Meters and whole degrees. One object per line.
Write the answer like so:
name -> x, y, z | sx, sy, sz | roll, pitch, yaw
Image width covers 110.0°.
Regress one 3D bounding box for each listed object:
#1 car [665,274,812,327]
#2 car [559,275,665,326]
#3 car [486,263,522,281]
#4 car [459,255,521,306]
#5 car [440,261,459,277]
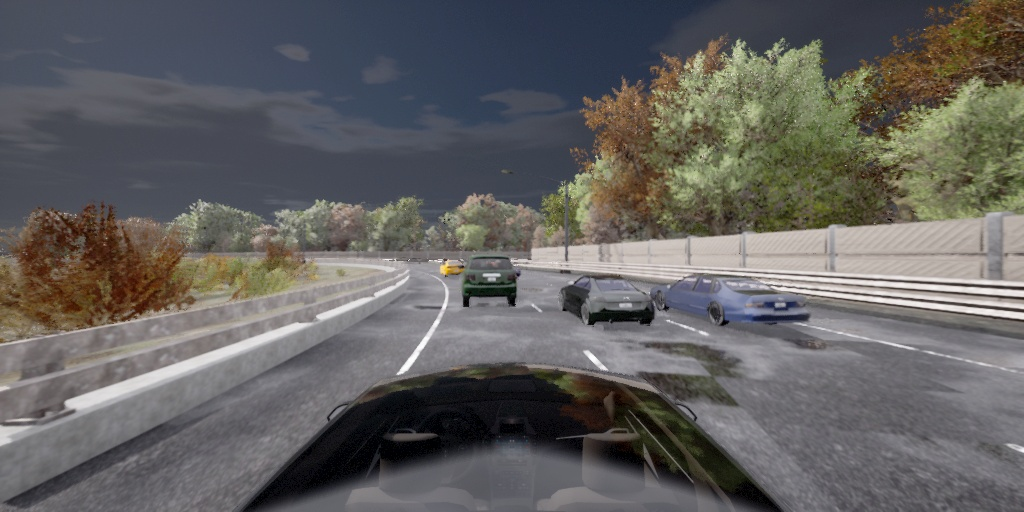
car -> 6.477, 1.278, 11.532 | 2.033, 1.411, 5.357 | 0, 0, -6
car -> 2.863, 1.300, 11.665 | 1.994, 1.385, 4.181 | 0, 0, -6
car -> -0.798, 1.323, 30.568 | 1.895, 1.301, 4.718 | 0, 0, -16
car -> -1.156, 0.958, 15.959 | 2.150, 2.045, 5.566 | 0, 0, -9
car -> -5.823, 1.202, 34.778 | 1.882, 1.535, 5.008 | 0, 0, -18
